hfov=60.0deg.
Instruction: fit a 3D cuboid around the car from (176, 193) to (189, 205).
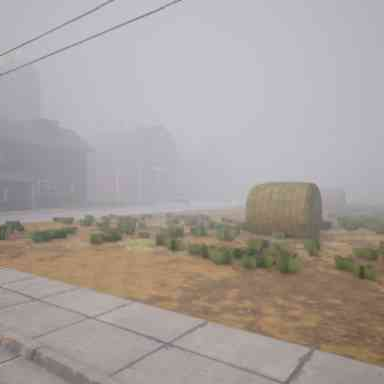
[{"bbox_3d":[-1.709,1.173,59.361,1.905,1.878,3.866,6,1,-8],"label":"car"}]
